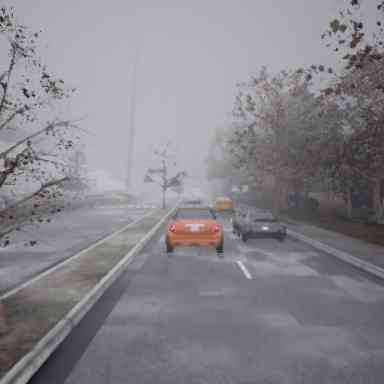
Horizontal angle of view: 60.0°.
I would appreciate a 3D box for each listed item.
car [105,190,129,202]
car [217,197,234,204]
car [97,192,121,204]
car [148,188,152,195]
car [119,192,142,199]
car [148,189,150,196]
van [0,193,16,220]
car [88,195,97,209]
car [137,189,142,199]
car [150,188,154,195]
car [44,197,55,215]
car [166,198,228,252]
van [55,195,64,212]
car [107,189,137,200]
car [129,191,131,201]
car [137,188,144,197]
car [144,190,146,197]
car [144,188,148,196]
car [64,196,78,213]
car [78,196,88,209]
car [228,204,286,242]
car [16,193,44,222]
[{"bbox_3d":[-14.012,1.014,56.426,5.366,1.575,1.946,-1,1,-20],"label":"car"},{"bbox_3d":[3.098,1.222,33.659,1.882,1.535,5.008,0,1,0],"label":"car"},{"bbox_3d":[-13.818,1.107,50.503,4.792,1.488,2.163,-1,0,-20],"label":"car"},{"bbox_3d":[-13.815,0.449,86.519,5.008,1.535,2.097,-1,2,-20],"label":"car"},{"bbox_3d":[-13.855,0.760,74.498,4.792,1.488,2.163,-1,1,-20],"label":"car"},{"bbox_3d":[-13.826,0.565,83.520,4.674,1.452,2.002,-1,1,-20],"label":"car"},{"bbox_3d":[-13.756,1.150,20.608,4.442,1.987,1.878,-1,0,-20],"label":"van"},{"bbox_3d":[-13.825,1.227,38.497,4.792,1.488,2.163,-1,0,-20],"label":"car"},{"bbox_3d":[-13.661,0.839,68.571,5.366,1.575,1.946,-1,1,-20],"label":"car"},{"bbox_3d":[-13.792,0.321,92.534,4.792,1.488,2.163,-1,1,-20],"label":"car"},{"bbox_3d":[-13.852,1.319,26.532,4.892,1.521,2.231,-1,1,-20],"label":"car"},{"bbox_3d":[0.100,1.295,13.828,2.097,1.767,4.553,0,0,0],"label":"car"},{"bbox_3d":[-13.968,1.064,29.469,4.442,1.987,1.878,-1,1,-20],"label":"van"},{"bbox_3d":[-13.814,0.690,62.514,5.566,2.045,2.435,-1,0,-20],"label":"car"},{"bbox_3d":[-13.843,1.018,59.499,4.674,1.452,2.002,-1,0,-20],"label":"car"},{"bbox_3d":[-13.860,0.540,71.494,5.566,2.045,2.435,-1,1,-20],"label":"car"},{"bbox_3d":[-13.830,0.710,77.522,4.674,1.452,2.002,-1,1,-20],"label":"car"},{"bbox_3d":[-13.858,0.472,80.507,4.553,1.767,2.185,-1,1,-20],"label":"car"},{"bbox_3d":[-13.827,1.132,32.505,4.553,1.767,2.185,-1,1,-20],"label":"car"},{"bbox_3d":[-13.848,1.268,35.479,4.674,1.452,2.002,-1,1,-20],"label":"car"},{"bbox_3d":[3.100,1.488,16.085,1.994,1.385,4.181,0,0,0],"label":"car"},{"bbox_3d":[-13.838,1.096,23.561,5.566,2.045,2.435,-1,0,-20],"label":"car"}]
